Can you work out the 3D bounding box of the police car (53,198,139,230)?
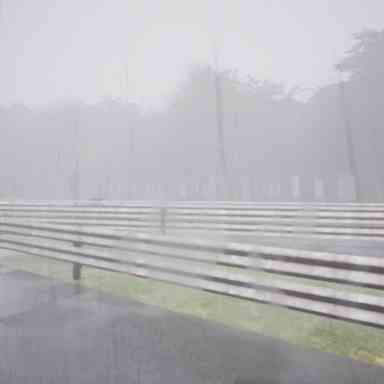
[{"bbox_3d":[-5.496,1.160,18.683,5.238,1.638,1.930,0,0,22],"label":"police car"}]
